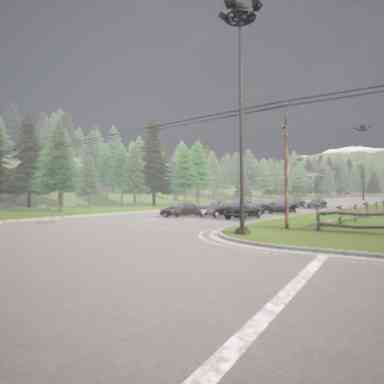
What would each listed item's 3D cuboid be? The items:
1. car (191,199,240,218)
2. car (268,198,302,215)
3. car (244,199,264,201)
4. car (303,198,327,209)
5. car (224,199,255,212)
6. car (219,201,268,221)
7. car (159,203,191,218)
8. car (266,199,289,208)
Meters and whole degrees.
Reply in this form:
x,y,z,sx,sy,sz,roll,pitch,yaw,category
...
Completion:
x,y,z,sx,sy,sz,roll,pitch,yaw,category
2.455,1.681,32.330,2.128,1.511,4.902,-1,0,36,car
10.143,1.623,36.891,1.882,1.535,5.008,-1,0,36,car
7.882,1.712,39.695,1.812,1.442,4.674,-1,0,36,car
17.773,1.646,47.231,1.837,1.490,4.892,-1,-1,37,car
6.285,1.704,43.453,1.882,1.535,5.008,-1,0,36,car
4.607,1.750,29.324,1.895,1.301,4.718,-1,0,36,car
-0.947,1.778,33.587,2.033,1.411,5.357,-1,0,36,car
13.774,1.821,53.594,1.895,1.301,4.718,-1,0,37,car
